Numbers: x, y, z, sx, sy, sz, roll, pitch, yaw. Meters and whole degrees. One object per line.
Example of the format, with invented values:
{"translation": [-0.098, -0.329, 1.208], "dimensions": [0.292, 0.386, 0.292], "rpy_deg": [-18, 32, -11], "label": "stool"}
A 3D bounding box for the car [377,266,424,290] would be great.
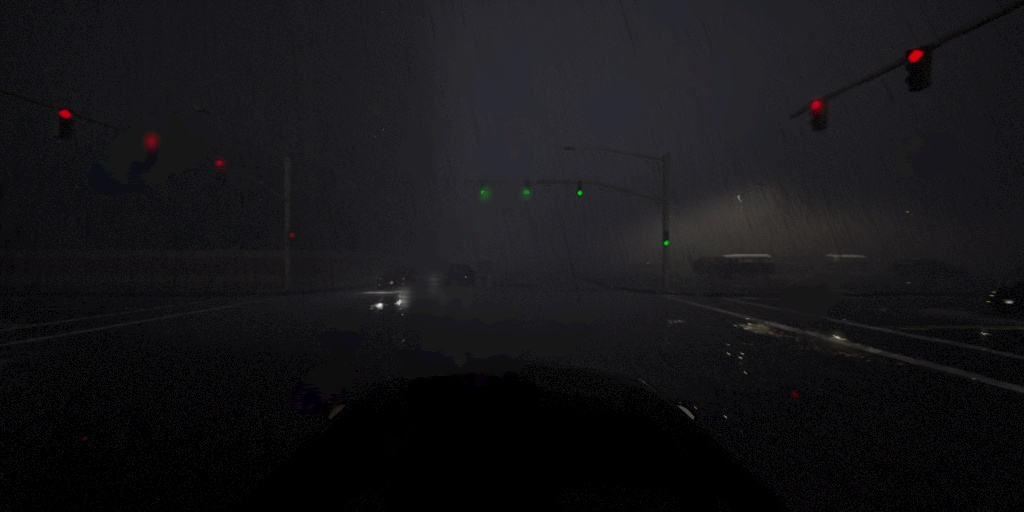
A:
{"translation": [-6.954, 1.352, 22.719], "dimensions": [1.994, 1.385, 4.181], "rpy_deg": [0, 0, 1], "label": "car"}

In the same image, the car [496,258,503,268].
{"translation": [-2.952, 1.419, 63.193], "dimensions": [1.812, 1.442, 4.674], "rpy_deg": [0, 0, 1], "label": "car"}

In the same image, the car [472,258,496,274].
{"translation": [-3.281, 1.337, 43.445], "dimensions": [1.837, 1.490, 4.892], "rpy_deg": [0, 0, 1], "label": "car"}

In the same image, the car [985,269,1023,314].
{"translation": [19.021, 1.290, 11.942], "dimensions": [4.892, 1.490, 1.837], "rpy_deg": [0, 0, 1], "label": "car"}

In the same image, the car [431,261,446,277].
{"translation": [-6.886, 1.311, 36.411], "dimensions": [2.128, 1.511, 4.902], "rpy_deg": [0, 0, 1], "label": "car"}

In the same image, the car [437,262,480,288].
{"translation": [-3.495, 1.313, 24.174], "dimensions": [1.812, 1.442, 4.674], "rpy_deg": [0, 0, 0], "label": "car"}

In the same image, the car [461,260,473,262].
{"translation": [-6.597, 1.347, 51.877], "dimensions": [2.128, 1.511, 4.902], "rpy_deg": [0, 0, 1], "label": "car"}
